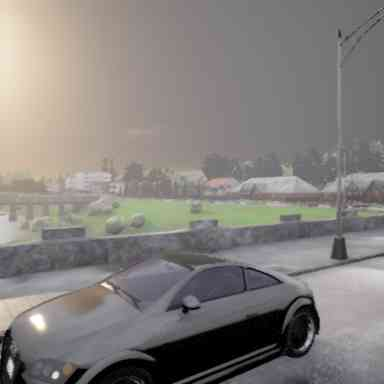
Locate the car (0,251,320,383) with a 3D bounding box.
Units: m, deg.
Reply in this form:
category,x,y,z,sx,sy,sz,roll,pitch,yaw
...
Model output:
category,x,y,z,sx,sy,sz,roll,pitch,yaw
car,-0.181,1.568,4.473,4.181,1.385,1.994,0,0,-35
